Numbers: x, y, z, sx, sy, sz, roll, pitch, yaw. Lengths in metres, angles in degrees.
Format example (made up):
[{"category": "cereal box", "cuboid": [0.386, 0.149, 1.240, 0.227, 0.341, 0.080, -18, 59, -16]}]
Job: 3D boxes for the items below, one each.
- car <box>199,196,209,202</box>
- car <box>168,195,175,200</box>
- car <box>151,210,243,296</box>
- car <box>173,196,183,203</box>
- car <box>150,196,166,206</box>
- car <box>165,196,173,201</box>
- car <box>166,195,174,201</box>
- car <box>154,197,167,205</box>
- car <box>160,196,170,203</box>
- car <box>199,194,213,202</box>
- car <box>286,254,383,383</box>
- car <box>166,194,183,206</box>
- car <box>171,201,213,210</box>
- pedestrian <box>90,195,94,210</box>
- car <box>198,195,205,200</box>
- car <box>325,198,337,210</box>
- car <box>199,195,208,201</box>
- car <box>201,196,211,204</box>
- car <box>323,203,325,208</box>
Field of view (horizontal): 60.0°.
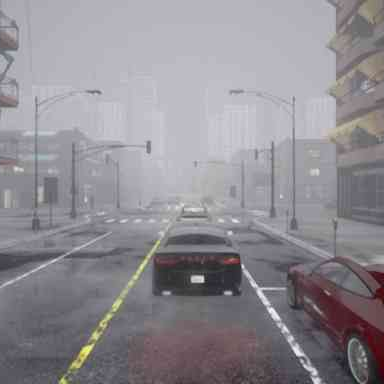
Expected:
[{"category": "car", "cuboid": [2.722, 1.558, 76.273, 1.947, 1.339, 4.313, 0, 0, 0]}, {"category": "car", "cuboid": [-5.652, 1.534, 92.681, 1.752, 1.417, 4.829, 0, 0, 0]}, {"category": "car", "cuboid": [0.103, 1.470, 8.653, 1.882, 1.535, 5.008, 0, 0, 0]}, {"category": "car", "cuboid": [-2.971, 1.512, 70.463, 1.812, 1.442, 4.674, 0, 0, 0]}, {"category": "car", "cuboid": [-5.755, 1.525, 54.178, 1.887, 1.381, 4.507, 0, 0, 0]}, {"category": "car", "cuboid": [-5.656, 1.579, 81.801, 1.802, 1.307, 4.206, 0, 0, 0]}, {"category": "car", "cuboid": [-5.653, 1.584, 87.326, 1.802, 1.307, 4.206, 0, 0, 0]}, {"category": "car", "cuboid": [-5.665, 1.548, 59.699, 1.947, 1.339, 4.313, 0, 0, 0]}, {"category": "car", "cuboid": [-5.660, 1.513, 70.580, 1.752, 1.417, 4.829, 0, 0, 0]}, {"category": "car", "cuboid": [2.716, 1.297, 59.696, 2.192, 1.841, 5.009, 0, 0, 0]}, {"category": "car", "cuboid": [2.694, 1.577, 4.944, 1.802, 1.307, 4.206, 0, 0, 0]}, {"category": "car", "cuboid": [-3.056, 1.528, 54.983, 2.033, 1.411, 5.357, 0, 0, 0]}, {"category": "car", "cuboid": [0.108, 1.479, 17.853, 2.128, 1.511, 4.902, 0, 0, 0]}, {"category": "pedestrian", "cuboid": [-12.495, 1.264, 41.438, 0.375, 1.860, 0.375, 0, 1, 0]}, {"category": "car", "cuboid": [2.729, 1.591, 92.847, 1.802, 1.307, 4.206, 0, 0, 0]}, {"category": "car", "cuboid": [17.905, 0.978, 35.899, 5.566, 2.045, 2.150, -1, 0, 1]}, {"category": "car", "cuboid": [2.724, 1.548, 81.798, 2.008, 1.369, 4.403, 0, 0, 0]}, {"category": "car", "cuboid": [2.718, 1.551, 65.222, 1.947, 1.339, 4.313, 0, 0, 0]}, {"category": "car", "cuboid": [17.504, 1.334, 38.489, 4.313, 1.339, 1.947, -1, 1, 0]}]
